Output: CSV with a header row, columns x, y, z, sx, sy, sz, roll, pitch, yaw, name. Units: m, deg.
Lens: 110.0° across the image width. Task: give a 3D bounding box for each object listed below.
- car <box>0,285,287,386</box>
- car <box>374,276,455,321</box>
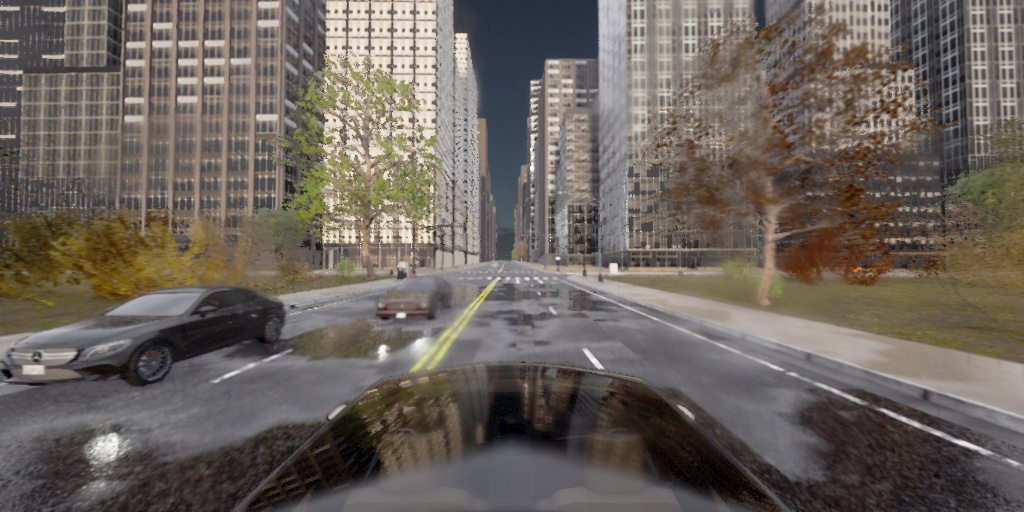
x,y,z,sx,sy,sz,roll,pitch,yaw,name
-6.601,1.348,7.279,1.812,1.442,4.674,0,-1,0,car
-3.352,1.452,13.516,2.033,1.411,5.357,0,-1,0,car
